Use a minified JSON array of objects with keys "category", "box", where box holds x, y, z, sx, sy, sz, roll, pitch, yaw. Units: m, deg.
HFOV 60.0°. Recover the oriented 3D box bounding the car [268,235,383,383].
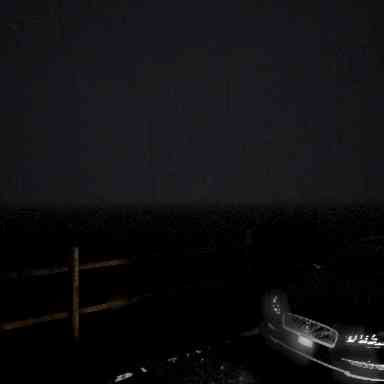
[{"category":"car","box":[3.303,1.505,5.298,4.892,1.490,1.837,0,0,-35]}]
